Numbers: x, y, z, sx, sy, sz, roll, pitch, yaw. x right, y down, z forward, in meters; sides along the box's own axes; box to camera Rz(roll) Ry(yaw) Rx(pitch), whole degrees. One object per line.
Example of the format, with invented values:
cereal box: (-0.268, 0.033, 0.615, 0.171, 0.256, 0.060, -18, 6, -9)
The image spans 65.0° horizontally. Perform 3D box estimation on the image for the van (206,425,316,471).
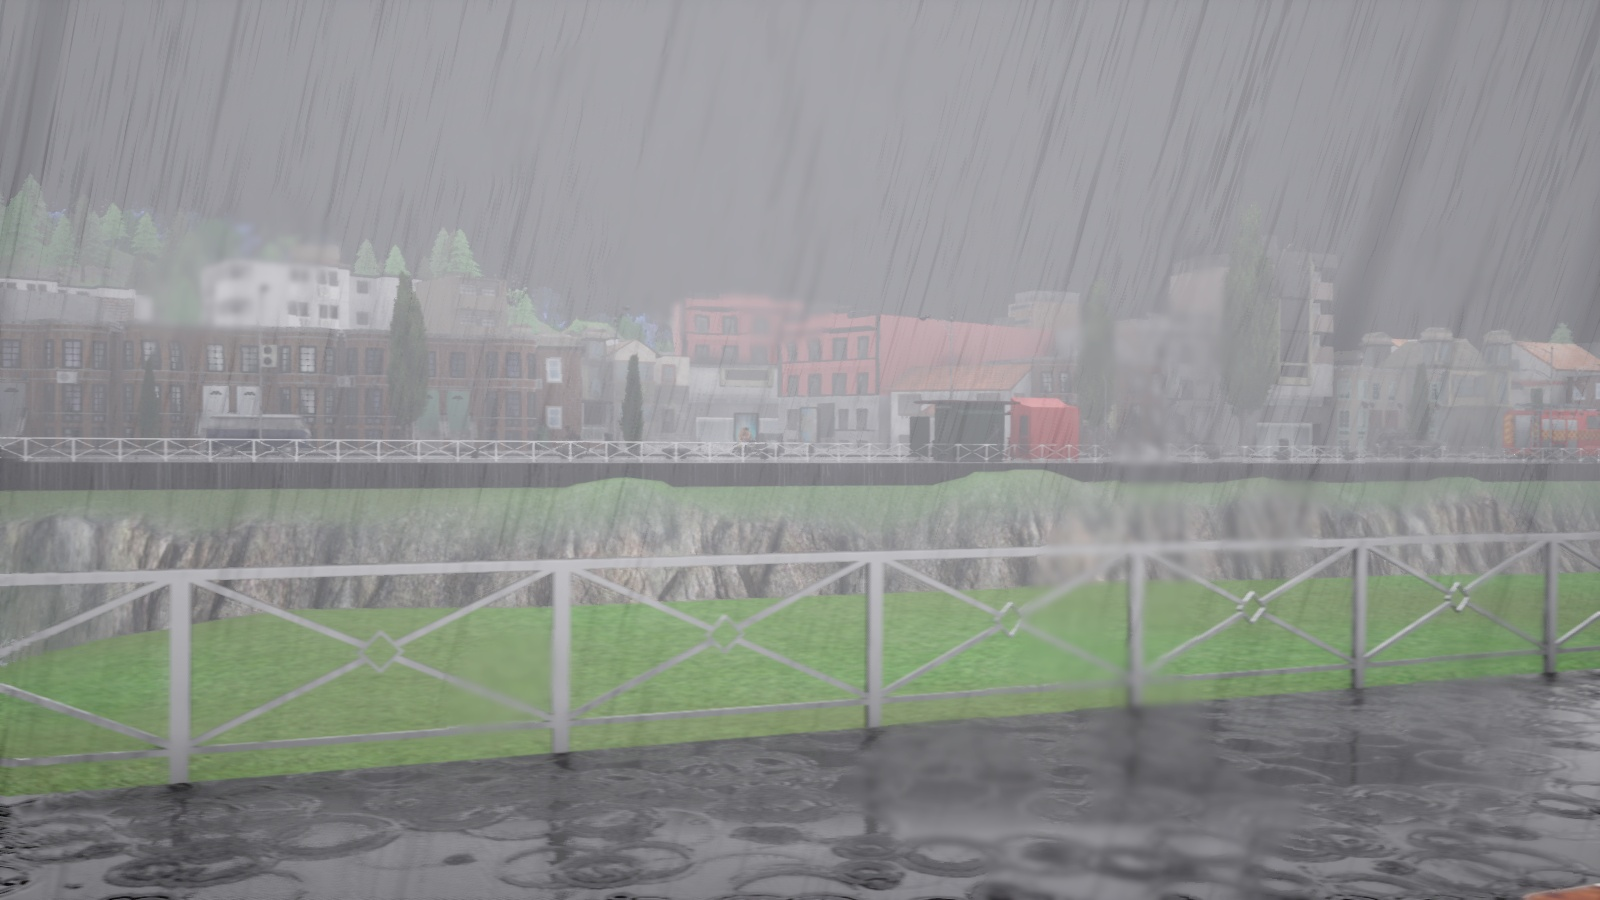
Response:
van: (-24.099, -0.105, 56.327, 4.442, 1.987, 1.775, -1, 1, -21)

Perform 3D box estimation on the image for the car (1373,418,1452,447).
car: (39.236, -1.119, 80.413, 4.605, 1.855, 1.932, -1, 1, -21)
